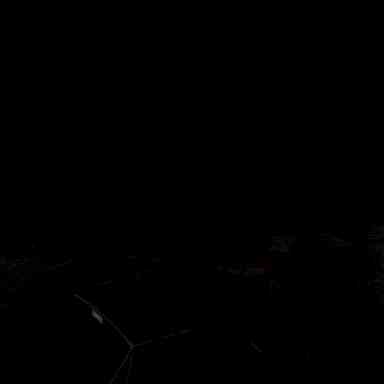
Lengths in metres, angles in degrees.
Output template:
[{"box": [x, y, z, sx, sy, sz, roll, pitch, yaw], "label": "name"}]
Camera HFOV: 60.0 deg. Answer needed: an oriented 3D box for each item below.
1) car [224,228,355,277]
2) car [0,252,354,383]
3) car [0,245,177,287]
[{"box": [2.392, 1.582, 8.246, 4.206, 1.307, 1.802, 0, 0, -36], "label": "car"}, {"box": [-0.688, 1.601, 2.891, 4.718, 1.301, 1.895, 0, 0, -36], "label": "car"}, {"box": [-2.086, 1.566, 5.049, 4.313, 1.339, 1.947, 0, 0, -36], "label": "car"}]
